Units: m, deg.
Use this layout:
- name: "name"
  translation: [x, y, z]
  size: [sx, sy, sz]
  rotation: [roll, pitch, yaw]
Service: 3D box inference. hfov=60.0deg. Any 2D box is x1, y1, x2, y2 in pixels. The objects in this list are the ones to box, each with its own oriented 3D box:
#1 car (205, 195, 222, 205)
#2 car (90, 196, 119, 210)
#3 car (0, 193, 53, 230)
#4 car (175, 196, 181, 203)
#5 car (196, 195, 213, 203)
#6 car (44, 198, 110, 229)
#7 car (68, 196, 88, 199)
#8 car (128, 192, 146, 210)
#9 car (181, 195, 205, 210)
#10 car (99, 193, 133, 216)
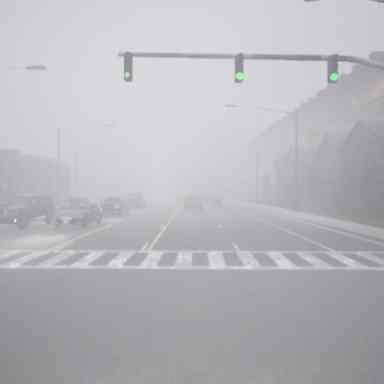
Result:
- name: "car"
  translation: [3.480, 1.322, 51.499]
  size: [1.994, 1.385, 4.181]
  rotation: [0, 0, -3]
- name: "car"
  translation: [-10.541, 1.302, 40.385]
  size: [2.128, 1.511, 4.902]
  rotation: [0, 0, 0]
- name: "car"
  translation: [-10.559, 1.124, 20.854]
  size: [2.150, 2.045, 5.566]
  rotation: [0, 0, 2]
- name: "car"
  translation: [-1.855, 1.307, 62.569]
  size: [1.895, 1.301, 4.718]
  rotation: [0, 0, -18]
- name: "car"
  translation: [2.232, 1.238, 61.117]
  size: [1.812, 1.442, 4.674]
  rotation: [0, 0, -17]
- name: "car"
  translation: [-7.072, 1.392, 21.100]
  size: [2.128, 1.511, 4.902]
  rotation: [0, 0, 0]
- name: "car"
  translation: [-10.562, 1.209, 30.384]
  size: [2.097, 1.767, 4.553]
  rotation: [0, 0, 0]
- name: "car"
  translation: [-7.043, 1.031, 40.621]
  size: [2.150, 2.045, 5.566]
  rotation: [0, 0, 0]
- name: "car"
  translation: [0.108, 1.165, 39.646]
  size: [2.097, 1.767, 4.553]
  rotation: [0, 0, 0]
- name: "car"
  translation: [-7.068, 1.211, 30.045]
  size: [2.097, 1.767, 4.553]
  rotation: [0, 0, 0]
